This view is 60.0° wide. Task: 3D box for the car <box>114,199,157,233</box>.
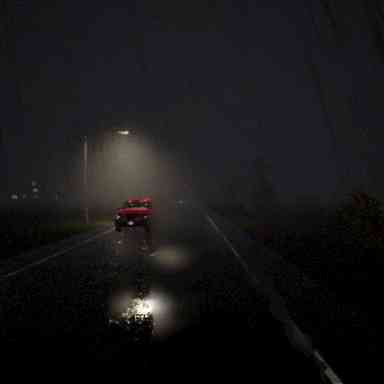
[{"bbox_3d":[-3.614,1.490,22.333,2.150,2.045,5.566,-1,-1,0],"label":"car"}]
